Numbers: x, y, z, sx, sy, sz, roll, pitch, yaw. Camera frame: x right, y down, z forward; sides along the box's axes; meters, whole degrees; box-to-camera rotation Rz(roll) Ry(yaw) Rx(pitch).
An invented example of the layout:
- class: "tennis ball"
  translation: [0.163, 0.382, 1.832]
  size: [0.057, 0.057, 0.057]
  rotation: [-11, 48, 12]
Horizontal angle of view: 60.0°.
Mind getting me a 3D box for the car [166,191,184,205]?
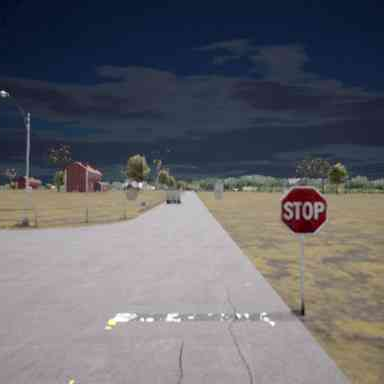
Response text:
- class: "car"
  translation: [-2.837, 0.874, 52.290]
  size: [2.150, 2.045, 5.566]
  rotation: [0, 1, 0]
